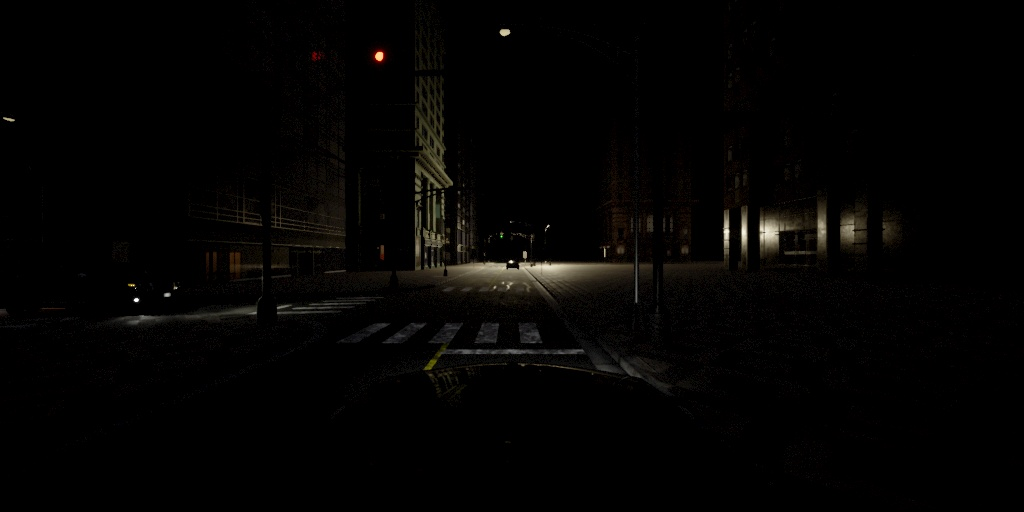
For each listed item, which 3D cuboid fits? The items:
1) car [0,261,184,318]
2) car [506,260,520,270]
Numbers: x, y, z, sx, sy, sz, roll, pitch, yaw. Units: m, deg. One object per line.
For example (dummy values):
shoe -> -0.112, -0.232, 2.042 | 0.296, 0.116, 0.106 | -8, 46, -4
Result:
car -> -16.104, 1.192, 13.855 | 5.566, 2.045, 2.150 | -1, 0, 0
car -> 0.111, 1.325, 53.476 | 1.994, 1.385, 4.181 | 0, 0, 0
